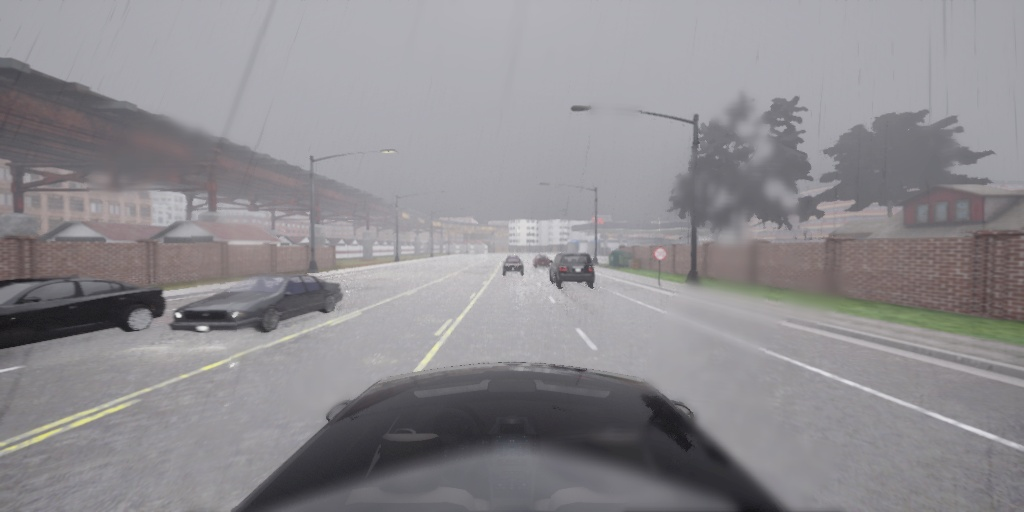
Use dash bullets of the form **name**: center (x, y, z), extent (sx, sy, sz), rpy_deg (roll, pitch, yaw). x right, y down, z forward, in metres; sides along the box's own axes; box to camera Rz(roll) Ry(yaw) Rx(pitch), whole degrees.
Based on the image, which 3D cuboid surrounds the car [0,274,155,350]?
- **car**: center (-10.595, 1.208, 7.875), extent (1.882, 1.535, 5.008), rpy_deg (0, 0, 0)

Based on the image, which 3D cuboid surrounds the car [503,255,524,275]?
- **car**: center (0.109, 0.885, 33.272), extent (2.128, 1.511, 4.902), rpy_deg (0, 1, 0)

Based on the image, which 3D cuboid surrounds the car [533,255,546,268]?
- **car**: center (3.615, 0.595, 44.378), extent (1.882, 1.535, 5.008), rpy_deg (0, 2, 0)

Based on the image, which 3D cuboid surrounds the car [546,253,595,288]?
- **car**: center (3.606, 0.820, 22.254), extent (2.150, 2.045, 5.566), rpy_deg (0, 1, 0)

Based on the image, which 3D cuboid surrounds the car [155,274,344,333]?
- **car**: center (-7.097, 1.262, 10.884), extent (2.033, 1.411, 5.357), rpy_deg (0, 0, 0)
